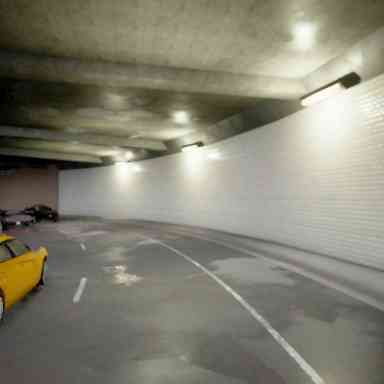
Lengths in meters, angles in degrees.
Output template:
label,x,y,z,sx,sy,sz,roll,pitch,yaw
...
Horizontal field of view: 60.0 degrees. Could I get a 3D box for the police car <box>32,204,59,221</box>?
label,x,y,z,sx,sy,sz,roll,pitch,yaw
police car,-14.389,1.968,31.140,5.238,1.638,1.930,-2,-1,43

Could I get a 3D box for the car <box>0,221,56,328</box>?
label,x,y,z,sx,sy,sz,roll,pitch,yaw
car,-4.384,1.607,6.752,1.882,1.535,5.008,0,-1,-10

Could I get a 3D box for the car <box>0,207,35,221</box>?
label,x,y,z,sx,sy,sz,roll,pitch,yaw
car,-14.634,2.086,26.726,1.895,1.301,4.718,0,-1,-43

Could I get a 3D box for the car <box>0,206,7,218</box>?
label,x,y,z,sx,sy,sz,roll,pitch,yaw
car,-23.340,2.276,38.196,4.181,1.385,1.994,-1,-1,35
